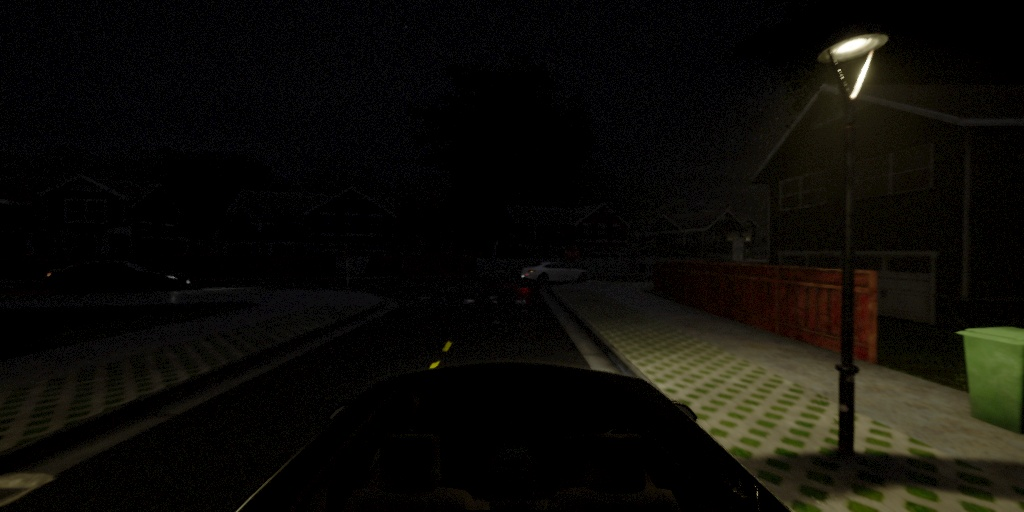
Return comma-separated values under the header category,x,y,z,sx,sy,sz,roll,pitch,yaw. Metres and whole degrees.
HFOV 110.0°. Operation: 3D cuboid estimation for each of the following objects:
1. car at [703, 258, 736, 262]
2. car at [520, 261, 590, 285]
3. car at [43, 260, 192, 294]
category,x,y,z,sx,sy,sz,roll,pitch,yaw
car,16.985,0.990,28.647,4.553,1.767,2.097,0,1,-20
car,2.855,1.066,23.496,4.674,1.442,1.812,1,0,-20
car,-17.446,0.916,16.090,4.674,1.442,1.812,1,1,-20
